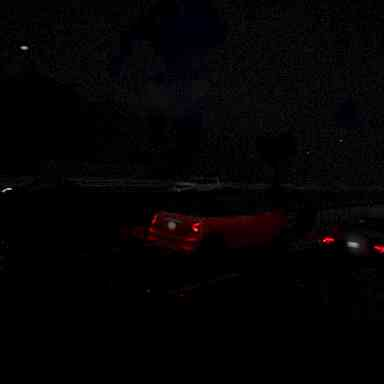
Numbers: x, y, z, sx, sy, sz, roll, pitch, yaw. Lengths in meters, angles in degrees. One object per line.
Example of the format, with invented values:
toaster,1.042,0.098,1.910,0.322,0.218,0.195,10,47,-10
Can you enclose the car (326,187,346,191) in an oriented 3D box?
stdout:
car,26.991,-0.117,61.077,1.994,1.385,4.181,6,4,45

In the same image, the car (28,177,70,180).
car,-9.130,-0.120,19.720,4.553,1.767,2.097,0,4,-45

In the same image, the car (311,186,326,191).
car,24.400,-0.418,63.414,1.837,1.490,4.892,6,4,45

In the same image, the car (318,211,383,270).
car,5.594,1.293,9.681,2.033,1.411,5.357,6,4,45

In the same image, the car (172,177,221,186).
car,0.708,-0.523,34.526,5.566,2.045,2.150,0,4,-45

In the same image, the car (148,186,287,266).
car,0.982,0.862,9.968,2.097,1.767,4.553,6,4,45

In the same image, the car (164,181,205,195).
car,-0.797,-0.465,37.979,4.674,1.442,1.812,0,4,-45

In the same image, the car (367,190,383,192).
car,32.049,0.335,56.260,2.033,1.411,5.357,6,4,45

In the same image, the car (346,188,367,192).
car,29.524,0.057,58.671,4.892,1.490,1.837,-1,4,-45

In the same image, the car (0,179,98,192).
car,-7.075,0.279,16.854,1.837,1.490,4.892,6,4,45
